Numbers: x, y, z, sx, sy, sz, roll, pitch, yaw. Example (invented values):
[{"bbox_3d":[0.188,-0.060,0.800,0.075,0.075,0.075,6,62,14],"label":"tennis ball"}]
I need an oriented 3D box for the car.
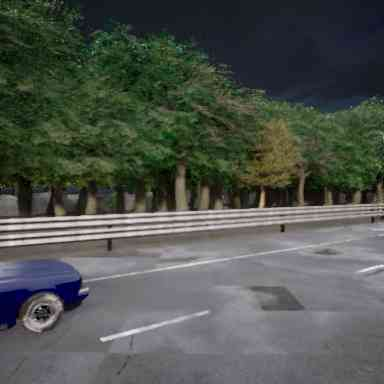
[{"bbox_3d":[-4.128,1.601,5.105,4.718,1.301,1.895,0,0,-36],"label":"car"}]
